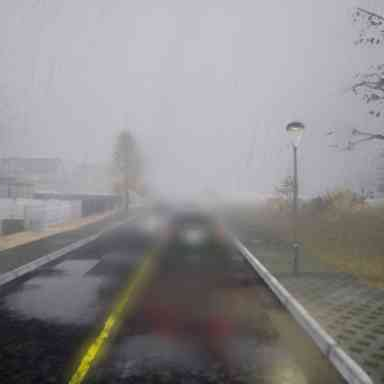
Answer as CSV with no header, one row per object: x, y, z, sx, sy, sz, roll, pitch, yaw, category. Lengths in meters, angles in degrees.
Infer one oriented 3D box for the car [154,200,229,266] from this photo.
0.063,1.337,11.615,2.097,1.767,4.553,0,0,0,car

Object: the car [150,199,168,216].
-2.835,1.438,31.846,1.882,1.535,5.008,0,0,0,car

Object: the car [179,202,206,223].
0.057,1.531,26.053,1.994,1.385,4.181,0,0,0,car
